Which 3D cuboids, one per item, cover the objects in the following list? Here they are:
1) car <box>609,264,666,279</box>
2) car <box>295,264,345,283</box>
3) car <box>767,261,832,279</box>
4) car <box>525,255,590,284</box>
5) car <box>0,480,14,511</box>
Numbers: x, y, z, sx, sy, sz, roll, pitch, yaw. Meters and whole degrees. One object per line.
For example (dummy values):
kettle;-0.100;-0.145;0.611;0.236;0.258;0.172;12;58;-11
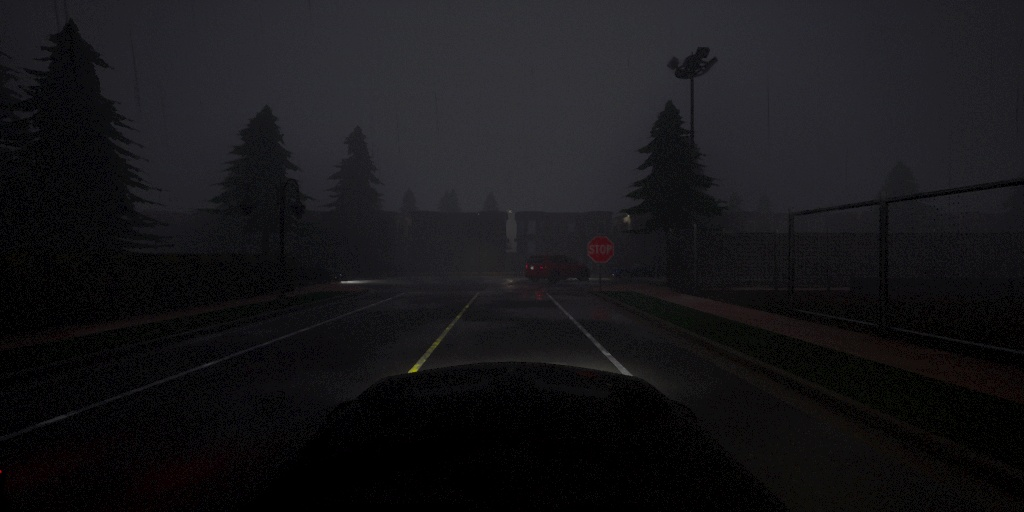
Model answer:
car;10.897;1.313;30.949;4.718;1.301;1.895;0;0;-3
car;-14.976;1.266;27.174;4.181;1.385;1.994;0;0;0
car;24.896;1.208;31.218;4.902;1.511;2.128;0;0;-1
car;3.482;0.936;26.927;5.566;2.045;2.150;0;-2;-41
car;-3.577;1.317;0.108;1.994;1.385;4.181;0;0;0
